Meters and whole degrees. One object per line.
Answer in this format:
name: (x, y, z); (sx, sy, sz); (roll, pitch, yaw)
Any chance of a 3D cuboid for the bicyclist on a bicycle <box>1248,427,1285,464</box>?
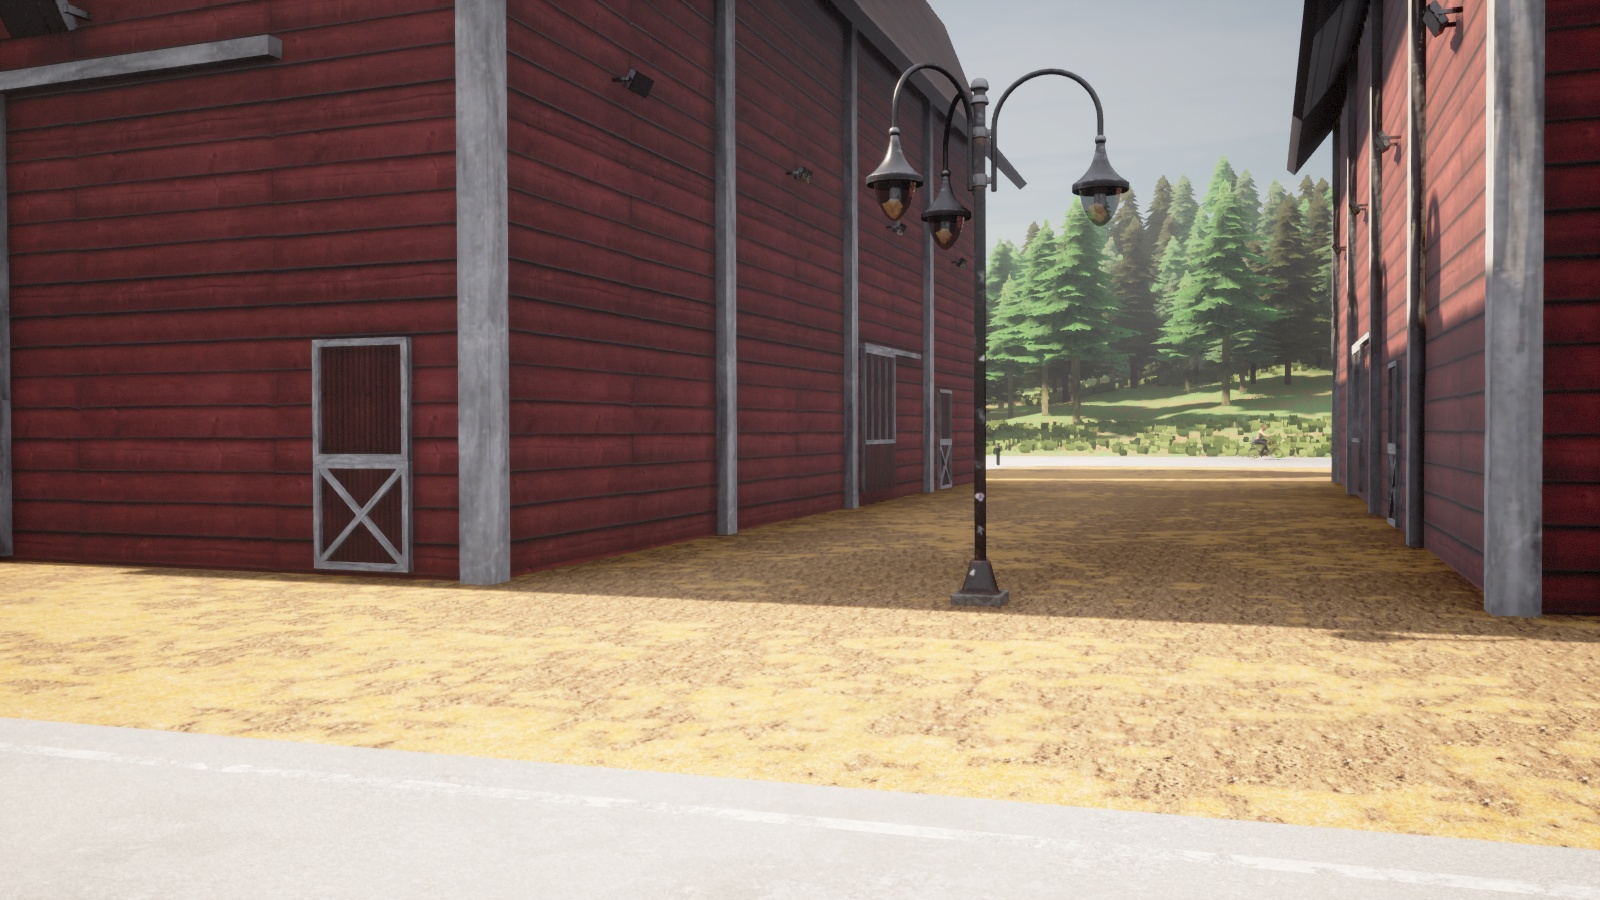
bicyclist on a bicycle: (20.944, -0.201, 56.368); (1.509, 1.612, 0.866); (1, 1, 20)
